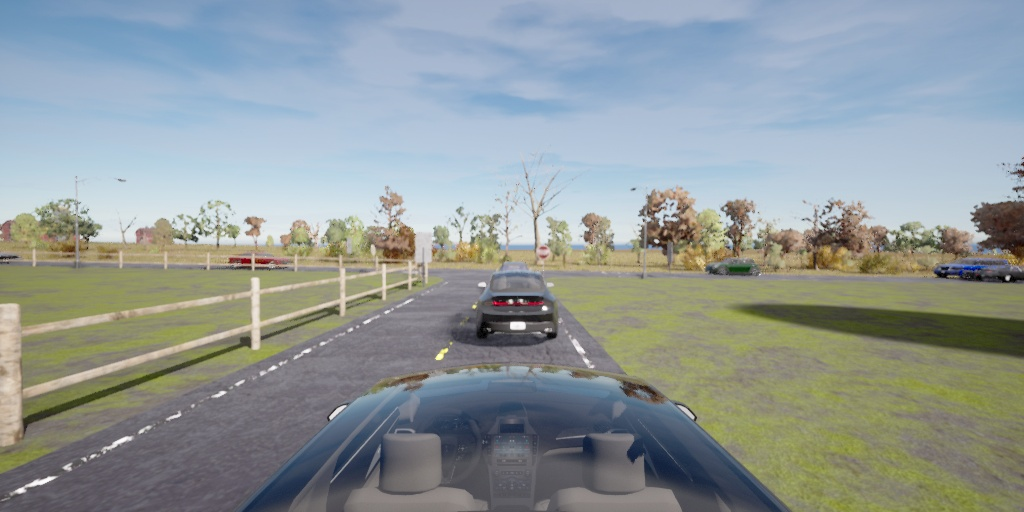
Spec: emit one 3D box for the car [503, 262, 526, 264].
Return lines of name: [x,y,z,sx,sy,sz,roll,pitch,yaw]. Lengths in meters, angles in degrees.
car: [0.112,1.024,19.288,2.033,1.411,5.357,0,1,-1]

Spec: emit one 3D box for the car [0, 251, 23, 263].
car: [-47.669,-0.049,32.263,5.357,1.411,2.033,1,2,1]

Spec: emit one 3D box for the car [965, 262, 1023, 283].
car: [44.388,1.606,31.896,4.902,1.511,2.128,1,2,1]

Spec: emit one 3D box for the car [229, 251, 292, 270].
car: [-22.446,0.377,32.103,5.008,1.535,1.882,1,2,0]

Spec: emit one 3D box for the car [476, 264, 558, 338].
car: [0.118,1.130,9.667,1.837,1.490,4.892,0,1,0]

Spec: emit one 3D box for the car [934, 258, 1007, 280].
car: [44.584,1.254,34.725,5.566,2.045,2.150,1,2,1]

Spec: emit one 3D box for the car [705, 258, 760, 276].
car: [21.367,0.974,34.875,4.553,1.767,2.097,1,2,0]
